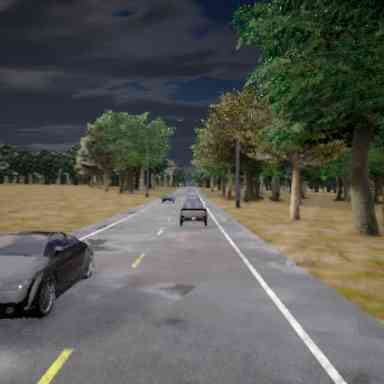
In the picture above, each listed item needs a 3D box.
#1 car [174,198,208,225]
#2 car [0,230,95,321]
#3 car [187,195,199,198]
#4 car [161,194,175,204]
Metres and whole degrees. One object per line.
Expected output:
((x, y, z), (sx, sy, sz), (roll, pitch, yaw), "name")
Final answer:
((0.104, 1.407, 23.082), (2.128, 1.511, 4.902), (0, 1, 0), "car")
((-3.599, 1.564, 7.256), (1.994, 1.385, 4.181), (0, 0, 0), "car")
((0.106, 1.134, 42.044), (2.033, 1.411, 5.357), (0, 1, 0), "car")
((-3.489, 0.953, 49.266), (1.895, 1.301, 4.718), (0, 1, 0), "car")
